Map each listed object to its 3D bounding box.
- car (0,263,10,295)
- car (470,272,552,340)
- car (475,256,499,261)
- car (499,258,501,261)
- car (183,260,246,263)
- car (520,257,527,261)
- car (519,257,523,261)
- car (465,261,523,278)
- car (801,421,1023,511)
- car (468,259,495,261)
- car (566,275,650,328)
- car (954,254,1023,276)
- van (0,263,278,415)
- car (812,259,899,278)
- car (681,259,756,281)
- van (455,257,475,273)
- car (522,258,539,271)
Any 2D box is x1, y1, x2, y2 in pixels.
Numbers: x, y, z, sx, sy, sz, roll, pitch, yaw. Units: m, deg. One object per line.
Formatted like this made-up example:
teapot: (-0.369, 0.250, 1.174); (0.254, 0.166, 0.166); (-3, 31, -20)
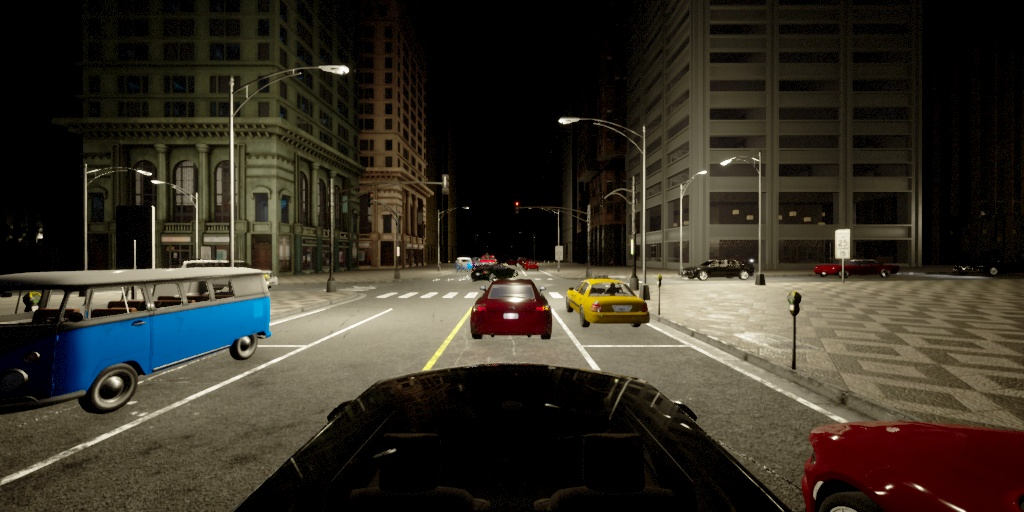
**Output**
car: (-36.348, 1.584, 22.870); (5.566, 2.045, 2.150); (-1, 0, 0)
car: (0.017, 1.314, 10.034); (1.994, 1.385, 4.181); (0, 0, 1)
car: (-3.190, 0.984, 47.403); (2.150, 2.045, 5.566); (0, 0, -1)
car: (-3.193, 1.371, 57.210); (1.895, 1.301, 4.718); (0, 0, 0)
car: (-18.117, 1.263, 22.874); (5.566, 2.045, 2.150); (-1, 0, 3)
car: (2.674, 1.313, 54.717); (1.888, 1.381, 4.507); (0, 0, 0)
car: (2.662, 1.318, 60.242); (1.888, 1.381, 4.507); (0, 0, 0)
car: (-1.356, 1.311, 28.388); (1.994, 1.385, 4.181); (0, 0, 38)
car: (2.766, 1.295, 0.519); (1.888, 1.381, 4.507); (0, 0, 0)
car: (-3.161, 1.321, 37.776); (1.994, 1.385, 4.181); (0, 0, 1)
car: (2.751, 1.275, 11.269); (1.751, 1.417, 4.829); (0, 0, 0)
car: (35.115, 0.639, 25.931); (4.892, 1.490, 1.837); (-1, 0, 0)
van: (-5.769, 1.090, 5.684); (1.690, 1.789, 3.998); (0, 0, 0)
car: (24.784, 0.903, 25.958); (4.718, 1.301, 1.895); (-1, 0, 0)
car: (14.864, 0.973, 25.977); (4.892, 1.490, 1.837); (-1, 0, 0)
van: (-5.859, 1.101, 43.668); (1.690, 1.789, 3.998); (0, 0, 0)
car: (2.686, 1.309, 49.192); (1.888, 1.381, 4.507); (0, 0, 0)
